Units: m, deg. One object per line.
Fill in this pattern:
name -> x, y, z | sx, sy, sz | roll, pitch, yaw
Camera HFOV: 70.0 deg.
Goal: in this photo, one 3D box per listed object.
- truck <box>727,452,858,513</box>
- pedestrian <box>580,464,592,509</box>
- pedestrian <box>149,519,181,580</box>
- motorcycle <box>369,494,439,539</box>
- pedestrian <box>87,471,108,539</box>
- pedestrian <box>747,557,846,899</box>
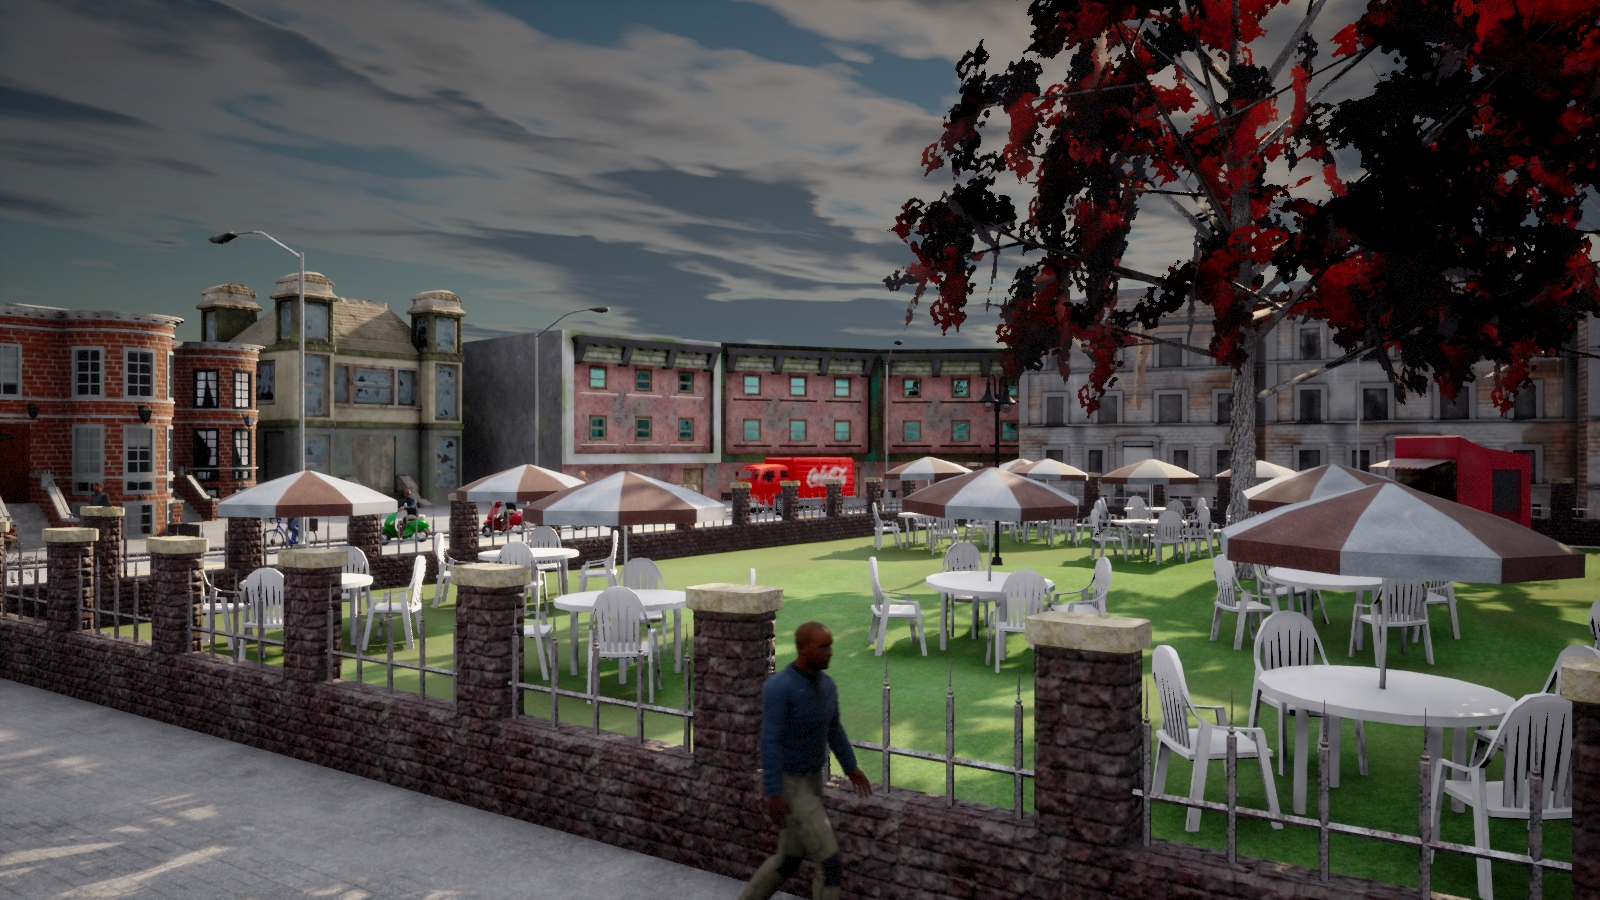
truck -> -0.288, 1.333, 49.642 | 5.204, 2.467, 2.627 | 0, 0, -39
pedestrian -> -8.840, 1.512, 47.170 | 0.375, 1.860, 0.375 | 0, 0, -42
pedestrian -> -12.123, 1.887, 21.802 | 0.500, 1.100, 0.500 | 0, 0, -32
motorcycle -> -11.759, 1.950, 33.969 | 0.856, 1.236, 1.805 | 0, 0, 35
pedestrian -> -19.392, 1.512, 31.536 | 0.375, 1.860, 0.375 | 0, 0, 29
pedestrian -> -0.017, 1.523, 6.075 | 0.375, 1.860, 0.375 | 0, 0, 35
